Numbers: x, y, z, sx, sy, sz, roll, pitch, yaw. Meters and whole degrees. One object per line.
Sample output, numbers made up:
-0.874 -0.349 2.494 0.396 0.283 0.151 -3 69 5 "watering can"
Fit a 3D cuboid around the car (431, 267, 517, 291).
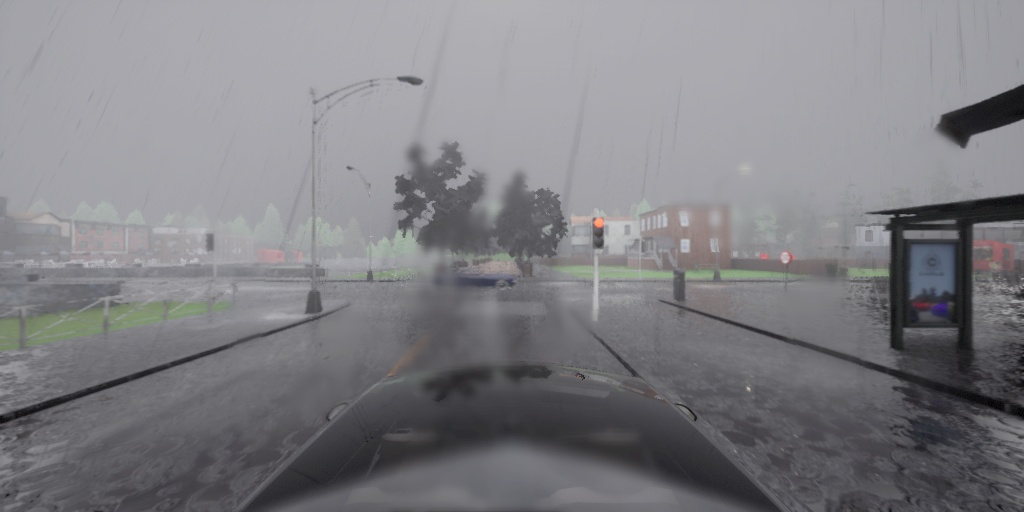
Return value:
-2.083 1.308 20.546 4.718 1.301 1.895 0 0 0 "car"
